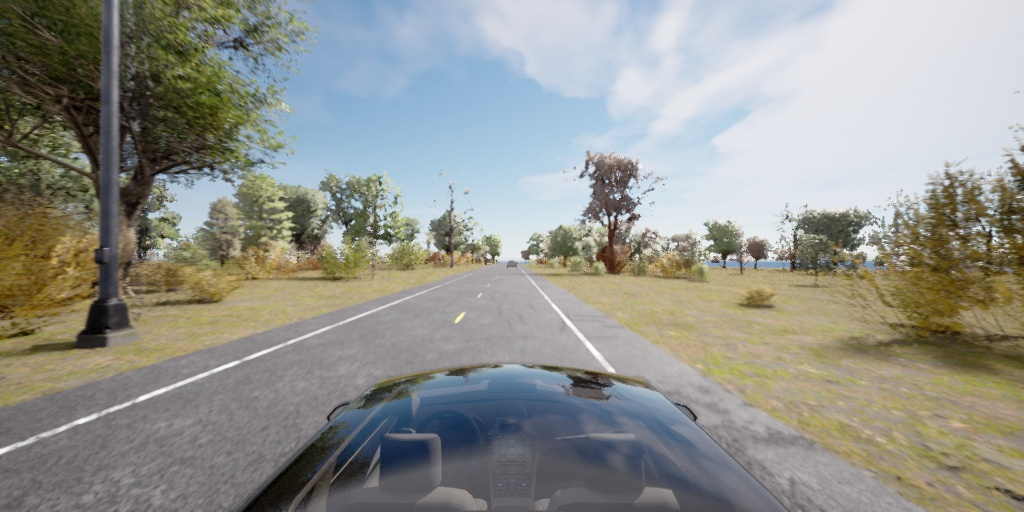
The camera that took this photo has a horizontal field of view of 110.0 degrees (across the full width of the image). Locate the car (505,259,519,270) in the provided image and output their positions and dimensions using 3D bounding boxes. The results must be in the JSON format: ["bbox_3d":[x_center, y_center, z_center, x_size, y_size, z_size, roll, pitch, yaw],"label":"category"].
[{"bbox_3d":[0.027,1.305,55.692,2.128,1.511,4.902,0,-1,0],"label":"car"}]
